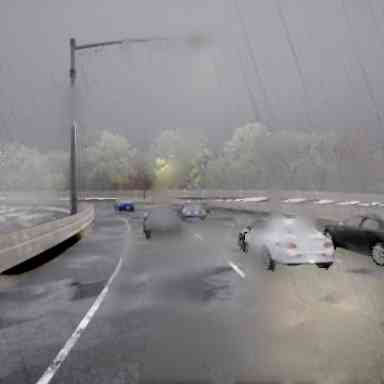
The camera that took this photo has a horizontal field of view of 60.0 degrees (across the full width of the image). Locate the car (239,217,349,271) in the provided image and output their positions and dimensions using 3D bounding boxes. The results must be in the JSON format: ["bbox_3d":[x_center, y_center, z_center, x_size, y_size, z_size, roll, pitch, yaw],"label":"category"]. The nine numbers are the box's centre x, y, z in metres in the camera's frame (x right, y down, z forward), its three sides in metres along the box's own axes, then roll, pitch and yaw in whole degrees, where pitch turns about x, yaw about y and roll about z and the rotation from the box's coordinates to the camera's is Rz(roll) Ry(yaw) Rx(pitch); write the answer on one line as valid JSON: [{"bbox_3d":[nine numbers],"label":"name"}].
[{"bbox_3d":[2.879,1.537,10.907,1.812,1.442,4.674,0,0,-6],"label":"car"}]

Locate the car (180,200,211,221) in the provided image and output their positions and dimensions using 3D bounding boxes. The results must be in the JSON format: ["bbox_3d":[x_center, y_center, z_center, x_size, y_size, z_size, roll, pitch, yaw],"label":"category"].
[{"bbox_3d":[-0.294,1.653,28.378,2.033,1.411,5.357,0,0,-15],"label":"car"}]

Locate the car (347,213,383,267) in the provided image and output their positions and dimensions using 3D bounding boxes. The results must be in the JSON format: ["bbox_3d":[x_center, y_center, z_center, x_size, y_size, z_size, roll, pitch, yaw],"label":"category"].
[{"bbox_3d":[6.348,1.456,11.405,1.882,1.535,5.008,0,0,-6],"label":"car"}]

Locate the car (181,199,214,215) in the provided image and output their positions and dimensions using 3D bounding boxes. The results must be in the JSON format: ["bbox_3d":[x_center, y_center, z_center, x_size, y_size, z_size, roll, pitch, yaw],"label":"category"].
[{"bbox_3d":[0.510,1.622,37.517,2.128,1.511,4.902,0,0,-19],"label":"car"}]

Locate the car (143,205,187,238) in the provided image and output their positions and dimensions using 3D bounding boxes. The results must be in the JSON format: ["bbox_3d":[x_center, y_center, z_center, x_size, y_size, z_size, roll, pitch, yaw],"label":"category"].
[{"bbox_3d":[-1.705,1.649,18.583,1.994,1.385,4.181,0,0,-10],"label":"car"}]

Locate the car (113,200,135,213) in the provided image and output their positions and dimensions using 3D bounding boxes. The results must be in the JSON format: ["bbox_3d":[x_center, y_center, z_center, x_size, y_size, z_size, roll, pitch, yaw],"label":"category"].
[{"bbox_3d":[-8.534,1.712,41.474,1.882,1.535,5.008,0,0,-23],"label":"car"}]
